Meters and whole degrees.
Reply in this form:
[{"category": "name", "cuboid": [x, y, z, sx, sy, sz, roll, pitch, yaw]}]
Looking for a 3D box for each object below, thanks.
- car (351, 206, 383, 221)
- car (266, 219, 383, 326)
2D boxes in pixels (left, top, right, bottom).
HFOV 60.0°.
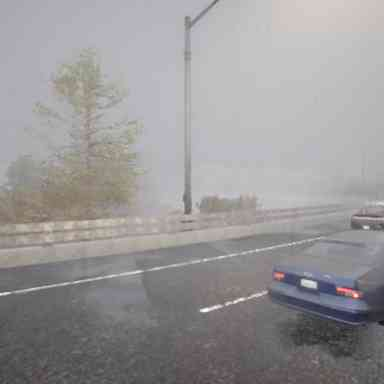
[{"category": "car", "cuboid": [9.989, 1.471, 17.566, 2.128, 1.511, 4.902, 0, 0, 44]}, {"category": "car", "cuboid": [3.833, 1.540, 7.013, 5.357, 1.411, 2.033, 0, 0, -40]}]
